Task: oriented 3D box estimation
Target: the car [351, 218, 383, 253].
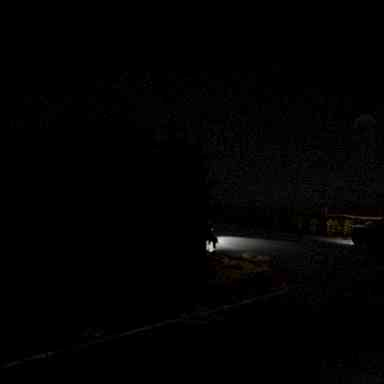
[{"bbox_3d":[7.308,1.539,11.261,2.033,1.411,5.357,0,0,5],"label":"car"}]
